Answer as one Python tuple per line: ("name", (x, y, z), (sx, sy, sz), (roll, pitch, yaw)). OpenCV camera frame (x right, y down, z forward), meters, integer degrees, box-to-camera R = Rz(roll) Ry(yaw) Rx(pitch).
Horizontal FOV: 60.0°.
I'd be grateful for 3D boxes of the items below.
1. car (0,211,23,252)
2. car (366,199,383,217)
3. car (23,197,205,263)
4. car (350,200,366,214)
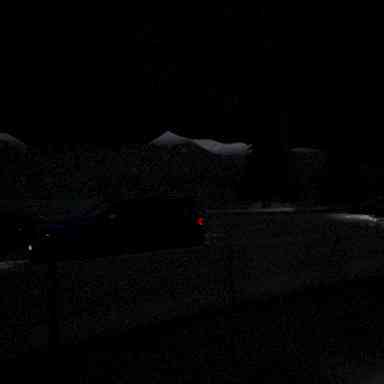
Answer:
("car", (-7.148, 1.449, 11.661), (5.008, 1.535, 1.882), (0, 0, -34))
("car", (18.472, 1.445, 29.891), (5.008, 1.535, 1.882), (0, 0, -23))
("car", (-2.197, 1.199, 10.814), (5.566, 2.045, 2.150), (0, 0, -33))
("car", (18.326, 1.438, 33.637), (5.008, 1.535, 1.882), (0, 0, -22))
